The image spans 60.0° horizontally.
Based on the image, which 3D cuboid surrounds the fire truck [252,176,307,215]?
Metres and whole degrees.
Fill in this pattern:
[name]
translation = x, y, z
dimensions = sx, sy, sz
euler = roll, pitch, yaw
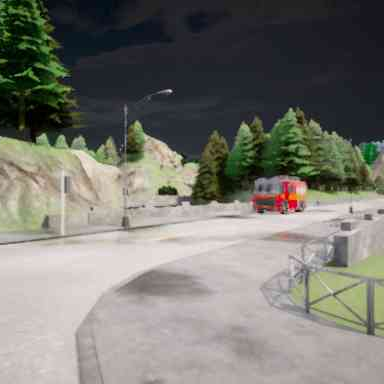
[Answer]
[fire truck]
translation = 9.301, 0.324, 34.651
dimensions = 2.891, 3.827, 8.468
euler = 0, 0, 36
